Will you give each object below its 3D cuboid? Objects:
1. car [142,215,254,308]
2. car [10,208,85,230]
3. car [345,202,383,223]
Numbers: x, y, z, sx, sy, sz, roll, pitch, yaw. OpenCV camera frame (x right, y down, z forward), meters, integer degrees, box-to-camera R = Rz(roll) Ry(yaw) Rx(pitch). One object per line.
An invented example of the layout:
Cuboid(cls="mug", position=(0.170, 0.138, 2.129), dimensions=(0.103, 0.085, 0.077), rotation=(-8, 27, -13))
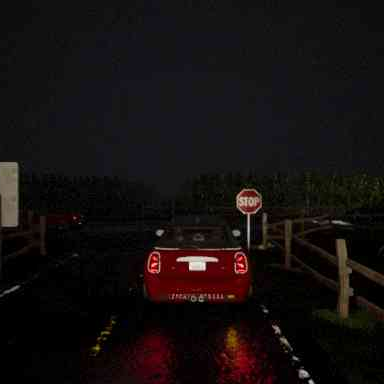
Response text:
Cuboid(cls="car", position=(0.150, 1.351, 8.096), dimensions=(2.097, 1.767, 4.553), rotation=(0, 0, 1))
Cuboid(cls="car", position=(-9.226, 1.666, 20.812), dimensions=(4.718, 1.301, 1.895), rotation=(0, 0, 0))
Cuboid(cls="car", position=(13.242, 1.449, 23.741), dimensions=(4.181, 1.385, 1.994), rotation=(0, 0, 0))
